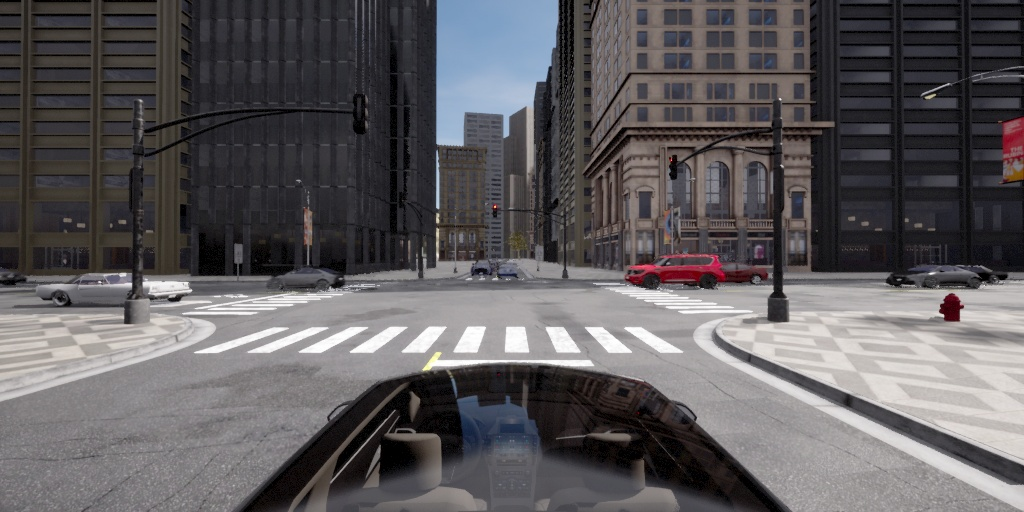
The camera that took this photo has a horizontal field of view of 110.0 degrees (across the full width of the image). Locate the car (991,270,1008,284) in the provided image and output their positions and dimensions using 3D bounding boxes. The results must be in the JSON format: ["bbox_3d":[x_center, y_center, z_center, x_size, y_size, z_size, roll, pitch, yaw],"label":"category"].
[{"bbox_3d":[31.018,1.299,24.966,4.718,1.301,1.895,0,0,0],"label":"car"}]

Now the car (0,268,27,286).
[{"bbox_3d":[-37.294,1.468,24.887,5.357,1.411,2.033,0,0,0],"label":"car"}]

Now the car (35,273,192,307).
[{"bbox_3d":[-16.379,1.366,14.963,4.718,1.301,1.895,0,0,0],"label":"car"}]

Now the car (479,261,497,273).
[{"bbox_3d":[-3.070,1.377,46.370,1.994,1.385,4.181,0,0,0],"label":"car"}]

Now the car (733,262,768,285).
[{"bbox_3d":[14.925,1.216,24.954,5.008,1.535,1.882,-1,0,0],"label":"car"}]

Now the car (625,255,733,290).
[{"bbox_3d":[9.776,0.949,21.698,5.566,2.045,2.150,0,0,0],"label":"car"}]

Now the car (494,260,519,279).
[{"bbox_3d":[-0.308,1.331,33.233,2.033,1.411,5.357,0,0,1],"label":"car"}]

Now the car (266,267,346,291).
[{"bbox_3d":[-12.332,1.364,21.668,4.181,1.385,1.994,0,0,0],"label":"car"}]

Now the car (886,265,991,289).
[{"bbox_3d":[25.429,1.251,21.710,4.181,1.385,1.994,0,0,0],"label":"car"}]

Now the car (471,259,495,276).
[{"bbox_3d":[-3.058,1.145,37.598,2.097,1.767,4.553,0,0,0],"label":"car"}]

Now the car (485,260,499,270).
[{"bbox_3d":[-3.069,1.400,55.402,1.994,1.385,4.181,0,0,0],"label":"car"}]
